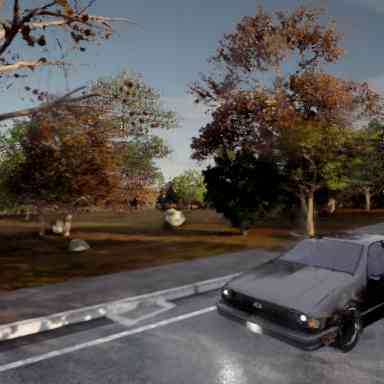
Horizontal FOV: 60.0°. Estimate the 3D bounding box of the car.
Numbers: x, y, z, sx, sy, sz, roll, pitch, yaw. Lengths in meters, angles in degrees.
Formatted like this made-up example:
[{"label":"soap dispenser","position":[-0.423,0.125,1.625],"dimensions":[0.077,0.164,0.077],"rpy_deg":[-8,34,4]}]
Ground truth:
[{"label":"car","position":[2.961,1.528,6.394],"dimensions":[5.357,1.411,2.033],"rpy_deg":[0,0,-39]}]
